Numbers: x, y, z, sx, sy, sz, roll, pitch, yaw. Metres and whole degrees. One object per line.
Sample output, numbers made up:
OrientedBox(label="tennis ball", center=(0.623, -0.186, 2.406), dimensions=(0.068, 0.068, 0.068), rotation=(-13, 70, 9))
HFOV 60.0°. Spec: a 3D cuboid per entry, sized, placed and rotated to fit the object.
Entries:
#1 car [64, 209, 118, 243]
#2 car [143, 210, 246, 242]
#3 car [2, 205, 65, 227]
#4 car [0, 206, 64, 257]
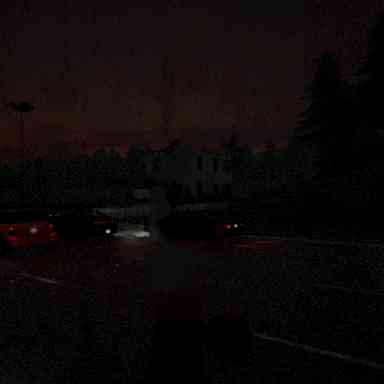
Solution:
OrientedBox(label="car", center=(-5.833, 1.623, 16.729), dimensions=(4.902, 1.511, 2.128), rotation=(-1, 0, 36))
OrientedBox(label="car", center=(-0.007, 1.636, 16.849), dimensions=(5.357, 1.411, 2.033), rotation=(-1, 0, 36))
OrientedBox(label="car", center=(-12.232, 1.773, 25.568), dimensions=(5.357, 1.411, 2.033), rotation=(-1, 0, 36))
OrientedBox(label="car", center=(-7.674, 1.481, 13.742), dimensions=(4.553, 1.767, 2.097), rotation=(-1, 0, 36))
